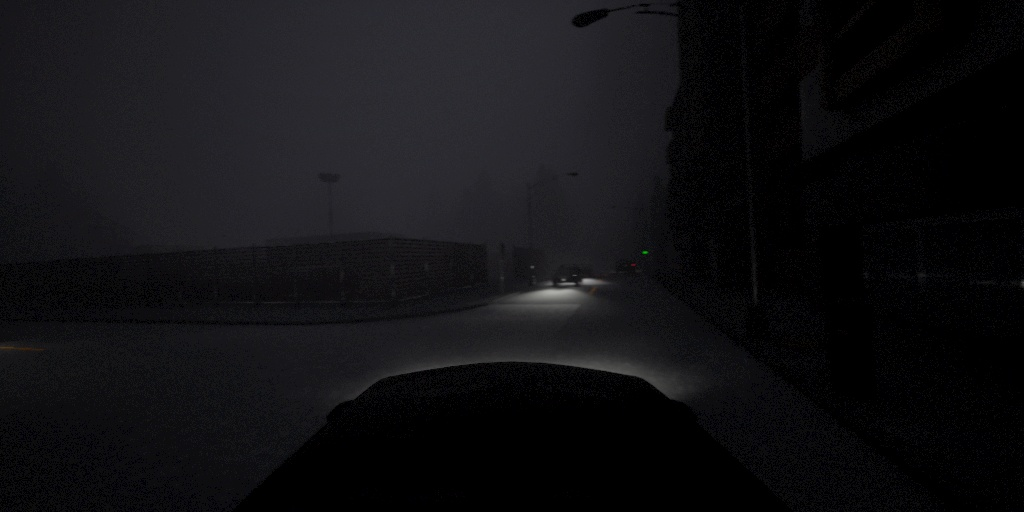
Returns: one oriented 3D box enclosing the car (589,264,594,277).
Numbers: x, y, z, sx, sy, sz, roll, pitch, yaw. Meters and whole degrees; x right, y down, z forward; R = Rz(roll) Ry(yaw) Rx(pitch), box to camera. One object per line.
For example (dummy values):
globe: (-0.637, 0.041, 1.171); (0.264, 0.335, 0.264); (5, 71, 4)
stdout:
car: (7.222, 1.456, 36.533); (1.895, 1.301, 4.718); (-3, -1, 17)

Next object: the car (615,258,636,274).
car: (12.514, 1.025, 39.641); (2.097, 1.767, 4.553); (-3, -1, 17)

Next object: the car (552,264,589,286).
car: (4.234, 1.358, 26.870); (2.128, 1.511, 4.902); (-3, -1, 17)
